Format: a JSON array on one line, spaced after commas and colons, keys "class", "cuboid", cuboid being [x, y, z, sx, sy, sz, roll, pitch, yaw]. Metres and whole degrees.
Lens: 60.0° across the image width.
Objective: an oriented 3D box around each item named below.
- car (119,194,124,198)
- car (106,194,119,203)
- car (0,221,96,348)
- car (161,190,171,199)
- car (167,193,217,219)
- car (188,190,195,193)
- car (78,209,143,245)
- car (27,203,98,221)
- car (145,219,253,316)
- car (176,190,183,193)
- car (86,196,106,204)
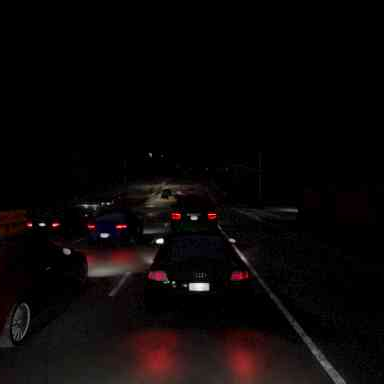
[{"class": "car", "cuboid": [-17.610, 1.333, 80.134, 1.882, 1.535, 5.008, 0, 1, 0]}, {"class": "car", "cuboid": [-17.551, 1.539, 70.044, 2.033, 1.411, 5.357, 0, 0, 0]}, {"class": "car", "cuboid": [-3.408, 1.526, 6.158, 1.812, 1.442, 4.674, 0, 0, 0]}, {"class": "car", "cuboid": [-7.152, 1.070, 87.080, 1.812, 1.442, 4.674, 0, 3, 0]}, {"class": "car", "cuboid": [0.091, 1.221, 17.005, 2.150, 2.045, 5.566, 0, 0, 0]}, {"class": "car", "cuboid": [-0.154, 1.000, 87.510, 1.882, 1.535, 5.008, 0, 3, 0]}, {"class": "car", "cuboid": [-3.409, 1.526, 15.287, 1.812, 1.442, 4.674, 0, 0, 0]}, {"class": "car", "cuboid": [-6.900, 1.547, 17.739, 2.033, 1.411, 5.357, 0, 0, -1]}, {"class": "car", "cuboid": [0.102, 1.564, 7.601, 1.994, 1.385, 4.181, 0, 0, -1]}, {"class": "car", "cuboid": [-3.652, 1.070, 87.102, 1.812, 1.442, 4.674, 0, 3, 0]}, {"class": "car", "cuboid": [-17.595, 1.505, 60.143, 1.837, 1.490, 4.892, 0, 0, 0]}]
